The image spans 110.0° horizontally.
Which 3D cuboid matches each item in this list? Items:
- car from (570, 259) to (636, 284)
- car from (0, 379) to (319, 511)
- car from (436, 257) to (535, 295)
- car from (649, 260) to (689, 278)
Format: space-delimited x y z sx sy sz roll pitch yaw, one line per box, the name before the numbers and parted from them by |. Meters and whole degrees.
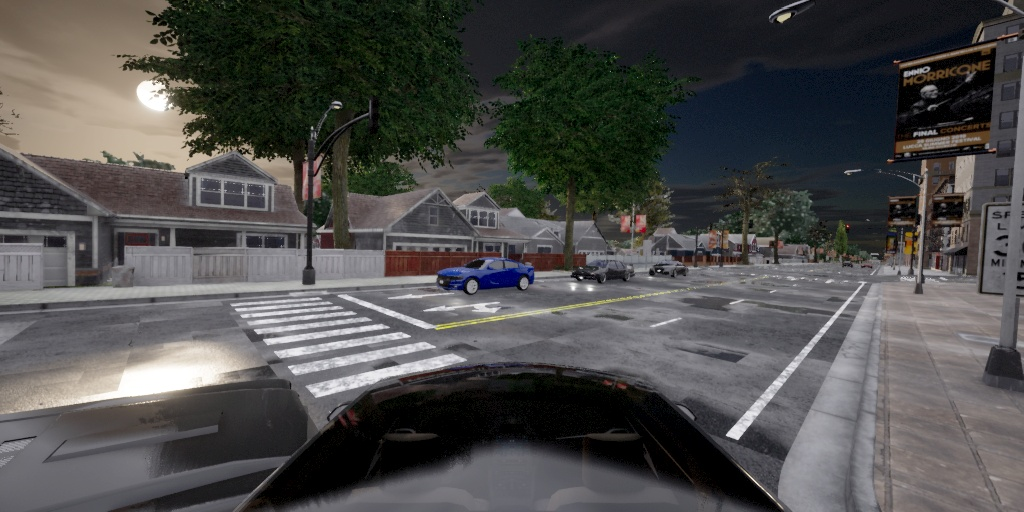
car | 6.085 0.939 23.393 5.357 1.411 2.033 0 2 -44
car | -3.311 1.287 1.302 4.718 1.301 1.895 1 2 -34
car | -1.092 0.810 16.484 5.008 1.535 1.882 0 2 -44
car | 13.293 1.018 30.303 4.181 1.385 1.994 0 2 -44
